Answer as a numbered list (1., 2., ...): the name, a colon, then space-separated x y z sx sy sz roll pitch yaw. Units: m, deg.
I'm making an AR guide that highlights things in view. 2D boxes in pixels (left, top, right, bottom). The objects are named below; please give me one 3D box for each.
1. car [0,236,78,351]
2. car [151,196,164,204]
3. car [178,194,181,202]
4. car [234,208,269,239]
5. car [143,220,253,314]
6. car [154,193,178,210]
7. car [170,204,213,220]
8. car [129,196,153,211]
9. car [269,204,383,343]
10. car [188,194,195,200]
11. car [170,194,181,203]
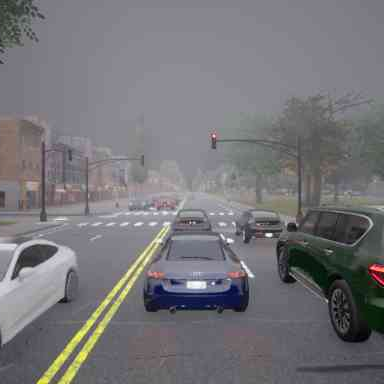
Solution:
1. car: -3.359 1.534 5.526 1.812 1.442 4.674 0 0 0
2. car: -6.678 1.497 64.589 2.033 1.411 5.357 0 0 0
3. car: -3.453 1.243 56.680 2.150 2.045 5.566 0 0 0
4. car: 3.260 1.581 16.462 1.837 1.490 4.892 0 0 0
5. car: 0.064 1.583 7.746 1.994 1.385 4.181 0 0 0
6. car: -3.450 1.329 44.883 2.150 2.045 5.566 0 0 0
7. car: 0.006 1.582 16.633 1.837 1.490 4.892 0 0 1
8. car: -6.688 1.469 42.600 2.097 1.767 4.553 0 0 0
9. car: 3.313 1.235 6.600 2.150 2.045 5.566 0 0 0
10. car: -0.179 1.304 84.357 2.128 1.511 4.902 0 0 0
11. car: -3.397 1.258 69.586 2.097 1.767 4.553 0 1 0
